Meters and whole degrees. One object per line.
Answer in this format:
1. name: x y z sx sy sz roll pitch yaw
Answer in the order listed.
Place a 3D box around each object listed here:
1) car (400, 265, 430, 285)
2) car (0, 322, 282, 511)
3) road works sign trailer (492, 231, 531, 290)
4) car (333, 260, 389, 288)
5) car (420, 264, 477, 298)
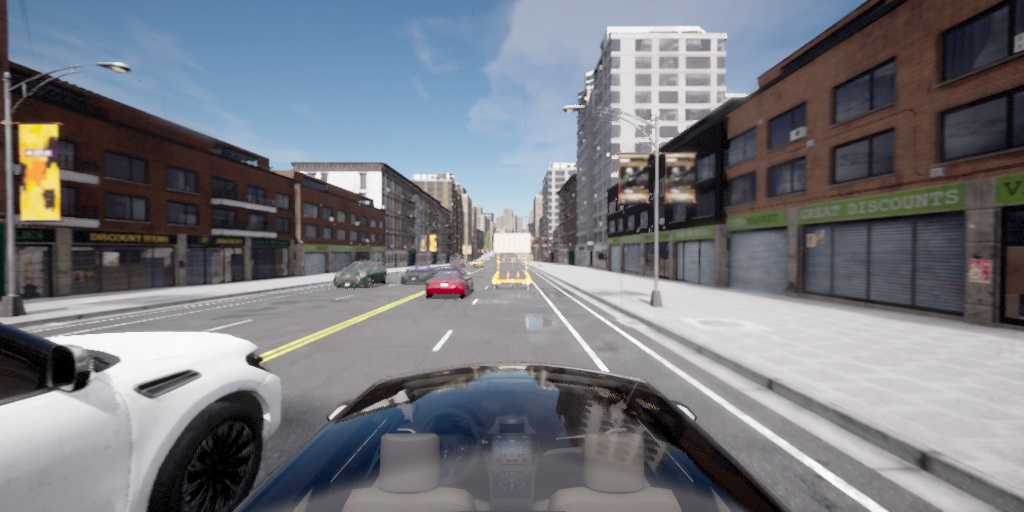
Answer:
1. car: -6.597 1.344 26.015 1.994 1.385 4.181 0 0 0
2. car: -3.152 0.973 0.847 2.150 2.045 5.566 0 0 0
3. road works sign trailer: 0.021 0.237 22.648 2.380 3.560 2.880 0 0 3
4. car: -9.846 1.127 23.693 2.097 1.767 4.553 0 0 0
5. car: -3.154 1.327 18.733 1.994 1.385 4.181 0 0 0
